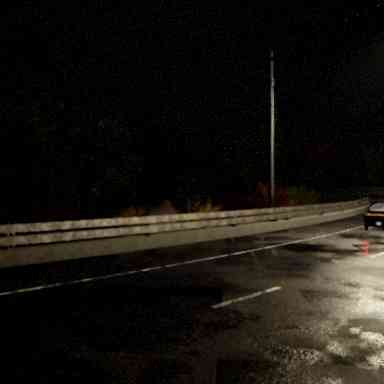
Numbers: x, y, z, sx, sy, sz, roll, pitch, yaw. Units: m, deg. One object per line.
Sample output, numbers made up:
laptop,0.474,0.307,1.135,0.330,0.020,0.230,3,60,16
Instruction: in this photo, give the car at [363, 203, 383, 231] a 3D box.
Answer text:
car,11.214,1.375,18.771,2.128,1.511,4.902,0,0,43
